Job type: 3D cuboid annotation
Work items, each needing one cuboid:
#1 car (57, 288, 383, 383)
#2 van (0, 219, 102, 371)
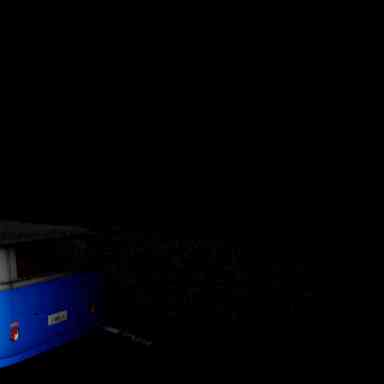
[{"bbox_3d":[1.369,1.545,1.987,4.507,1.381,1.887,0,0,36],"label":"car"},{"bbox_3d":[-3.189,1.341,5.256,3.998,1.788,1.690,0,0,36],"label":"van"}]
